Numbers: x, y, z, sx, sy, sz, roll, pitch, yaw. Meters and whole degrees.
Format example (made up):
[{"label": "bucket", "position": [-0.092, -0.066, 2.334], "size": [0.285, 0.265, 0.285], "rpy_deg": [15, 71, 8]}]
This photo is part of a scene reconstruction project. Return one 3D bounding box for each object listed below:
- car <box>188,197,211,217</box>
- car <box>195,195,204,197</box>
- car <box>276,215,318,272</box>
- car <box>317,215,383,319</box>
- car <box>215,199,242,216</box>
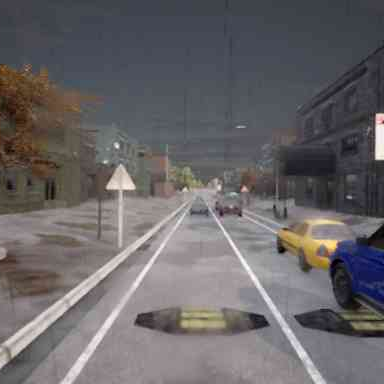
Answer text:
[{"label": "car", "position": [0.700, 1.563, 32.552], "size": [1.837, 1.490, 4.892], "rpy_deg": [1, 0, 1]}, {"label": "car", "position": [1.863, 1.426, 83.060], "size": [2.128, 1.511, 4.902], "rpy_deg": [1, 0, 1]}, {"label": "car", "position": [4.107, 1.536, 11.010], "size": [1.801, 1.575, 5.366], "rpy_deg": [1, 0, 1]}, {"label": "car", "position": [3.969, 1.290, 4.851], "size": [2.150, 2.045, 5.566], "rpy_deg": [1, 0, 1]}, {"label": "car", "position": [3.777, 1.452, 33.494], "size": [2.097, 1.767, 4.553], "rpy_deg": [1, 0, 2]}]
